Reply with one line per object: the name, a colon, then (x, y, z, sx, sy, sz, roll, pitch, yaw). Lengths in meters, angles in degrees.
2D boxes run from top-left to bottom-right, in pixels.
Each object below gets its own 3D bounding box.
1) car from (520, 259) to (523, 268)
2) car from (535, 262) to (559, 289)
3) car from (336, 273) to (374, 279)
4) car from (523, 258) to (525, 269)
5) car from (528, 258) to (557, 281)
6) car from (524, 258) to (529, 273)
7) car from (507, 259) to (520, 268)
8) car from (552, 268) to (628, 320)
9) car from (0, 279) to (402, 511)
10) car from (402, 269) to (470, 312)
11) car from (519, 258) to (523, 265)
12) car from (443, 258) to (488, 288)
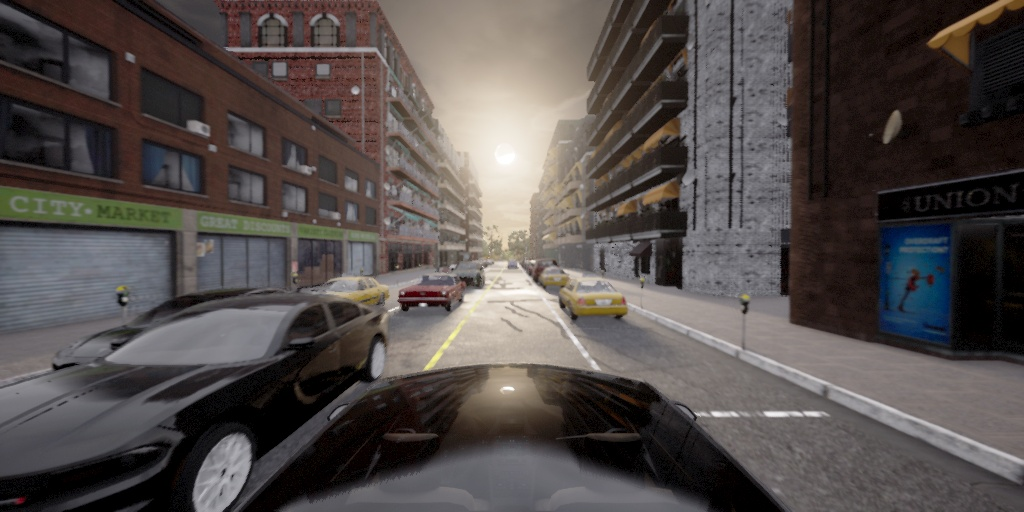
car: (2.753, 1.459, 56.726, 2.007, 1.370, 4.403, 0, 0, 0)
car: (2.724, 1.339, 23.751, 1.751, 1.417, 4.829, 0, 0, 0)
car: (-5.680, 1.304, 12.326, 1.751, 1.417, 4.829, 0, 0, 0)
car: (2.740, 1.317, 45.678, 1.967, 1.591, 4.097, 0, 0, 0)
car: (2.725, 1.144, 29.105, 2.192, 1.841, 5.009, 0, 0, 0)
car: (2.733, 1.301, 40.153, 1.967, 1.591, 4.097, 0, 0, 0)
car: (0.073, 1.477, 64.354, 2.033, 1.411, 5.357, 0, 0, 0)
car: (2.668, 1.307, 12.703, 1.751, 1.417, 4.829, 0, 0, 0)
car: (-3.099, 1.234, 4.356, 1.882, 1.535, 5.008, 0, 0, 0)
car: (-3.077, 1.386, 14.634, 1.895, 1.301, 4.718, 0, 0, 0)
car: (2.759, 1.490, 62.250, 1.948, 1.339, 4.313, 0, 0, 0)
car: (-2.995, 1.165, 24.268, 2.097, 1.767, 4.553, 0, 0, 0)
